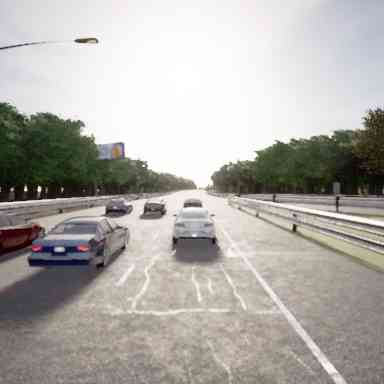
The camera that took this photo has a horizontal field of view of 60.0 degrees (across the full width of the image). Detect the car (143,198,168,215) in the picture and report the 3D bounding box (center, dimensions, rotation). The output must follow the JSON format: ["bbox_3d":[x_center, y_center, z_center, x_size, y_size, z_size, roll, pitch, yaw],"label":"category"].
[{"bbox_3d":[-3.411,1.299,31.351,2.128,1.511,4.902,0,0,0],"label":"car"}]

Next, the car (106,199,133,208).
[{"bbox_3d":[-6.909,1.367,31.914,1.994,1.385,4.181,0,0,0],"label":"car"}]

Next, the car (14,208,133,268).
[{"bbox_3d":[-3.404,1.505,11.051,2.033,1.411,5.357,0,0,0],"label":"car"}]

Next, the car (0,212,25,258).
[{"bbox_3d":[-6.903,1.432,11.549,1.882,1.535,5.008,0,0,0],"label":"car"}]

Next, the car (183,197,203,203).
[{"bbox_3d":[0.090,1.274,33.014,1.882,1.535,5.008,0,0,0],"label":"car"}]

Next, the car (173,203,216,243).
[{"bbox_3d":[0.095,1.450,15.459,1.812,1.442,4.674,0,0,0],"label":"car"}]
